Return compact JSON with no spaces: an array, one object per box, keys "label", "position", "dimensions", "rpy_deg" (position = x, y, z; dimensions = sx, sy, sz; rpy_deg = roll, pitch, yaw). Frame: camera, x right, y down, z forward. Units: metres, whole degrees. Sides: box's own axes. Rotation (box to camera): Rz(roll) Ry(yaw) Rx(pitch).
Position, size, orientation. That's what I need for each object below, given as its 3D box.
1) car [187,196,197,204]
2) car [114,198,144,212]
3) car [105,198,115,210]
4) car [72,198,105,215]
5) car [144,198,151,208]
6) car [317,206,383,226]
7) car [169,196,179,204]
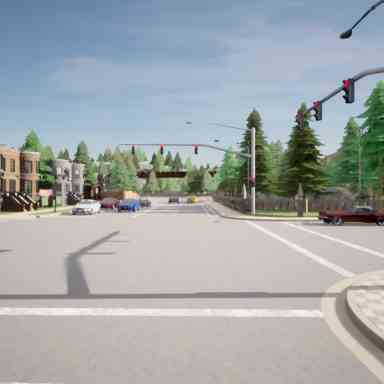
[{"label":"car","position":[-0.016,1.477,64.817],"dimensions":[1.882,1.535,5.008],"rpy_deg":[0,0,0]},{"label":"car","position":[-7.163,1.477,38.265],"dimensions":[1.882,1.535,5.008],"rpy_deg":[0,0,0]},{"label":"car","position":[-10.664,1.477,42.979],"dimensions":[1.882,1.535,5.008],"rpy_deg":[0,0,0]},{"label":"car","position":[-10.656,1.525,33.926],"dimensions":[1.812,1.442,4.674],"rpy_deg":[0,0,0]},{"label":"car","position":[-7.153,1.563,48.253],"dimensions":[1.994,1.385,4.181],"rpy_deg":[0,0,0]},{"label":"car","position":[11.148,1.601,22.799],"dimensions":[4.718,1.301,1.895],"rpy_deg":[0,0,2]},{"label":"car","position":[-3.518,1.491,64.867],"dimensions":[2.128,1.511,4.902],"rpy_deg":[0,0,0]}]
